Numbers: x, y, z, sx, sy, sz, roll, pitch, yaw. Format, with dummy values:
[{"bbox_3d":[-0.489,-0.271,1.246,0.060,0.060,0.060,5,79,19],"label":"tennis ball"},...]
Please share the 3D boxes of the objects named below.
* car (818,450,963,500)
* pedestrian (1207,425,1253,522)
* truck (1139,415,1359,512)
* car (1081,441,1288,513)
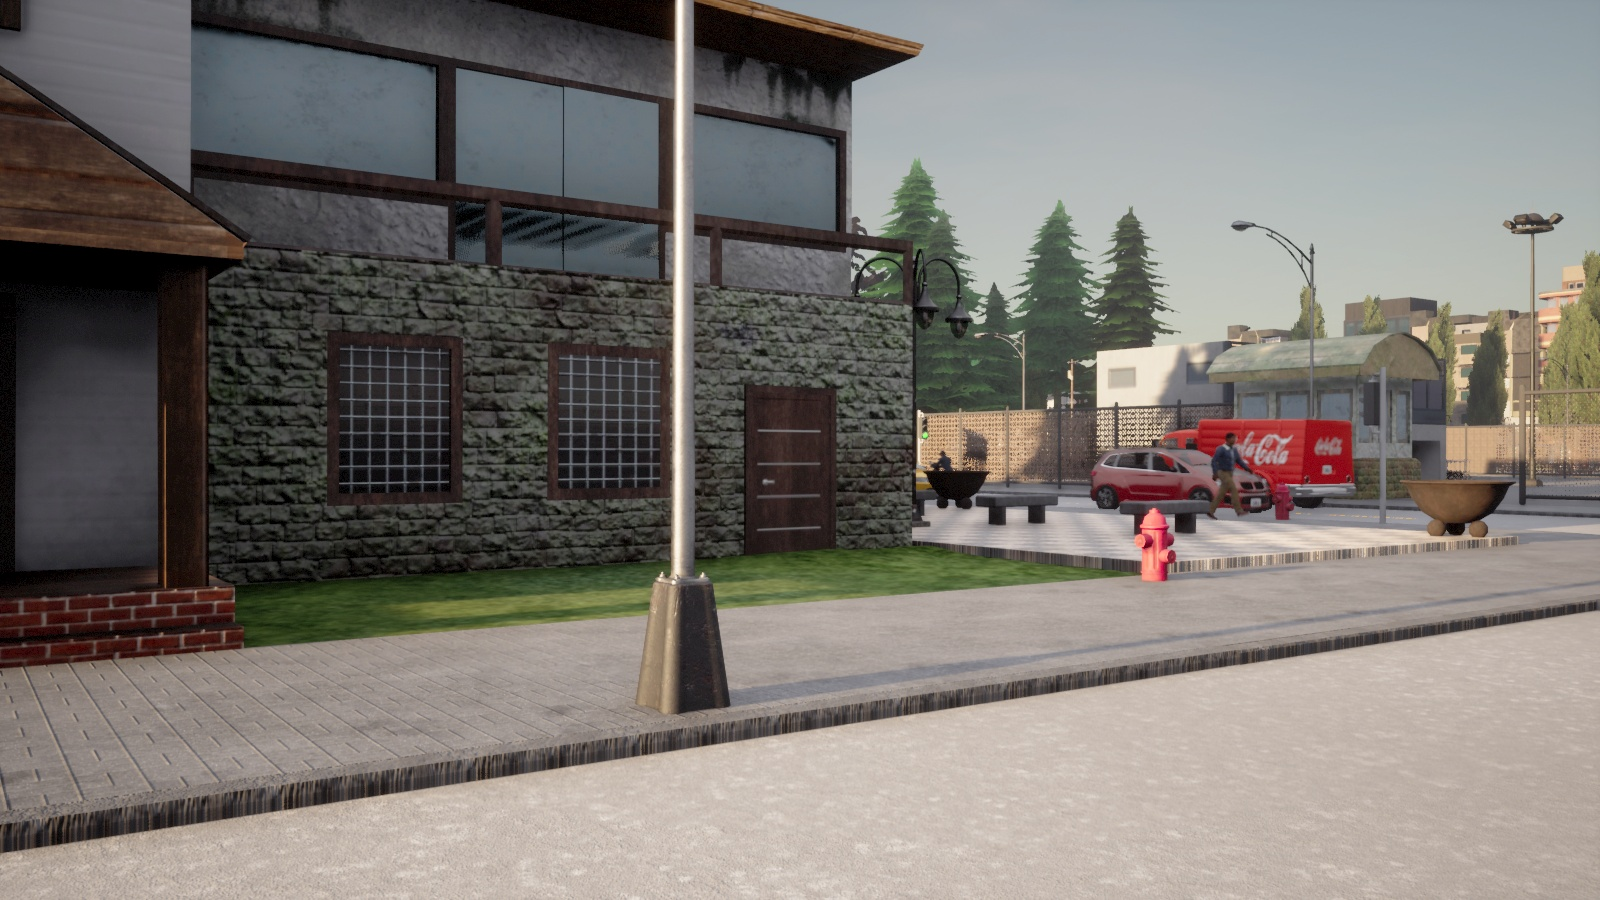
[{"bbox_3d":[2.897,0.778,41.581,1.801,1.575,5.366,0,0,-35],"label":"car"},{"bbox_3d":[8.782,0.471,25.668,0.423,1.949,0.788,0,0,-38],"label":"pedestrian"},{"bbox_3d":[12.366,0.327,34.949,2.627,2.467,5.204,0,1,-34],"label":"truck"},{"bbox_3d":[9.651,0.648,31.881,2.242,1.667,4.611,0,0,-35],"label":"car"}]
